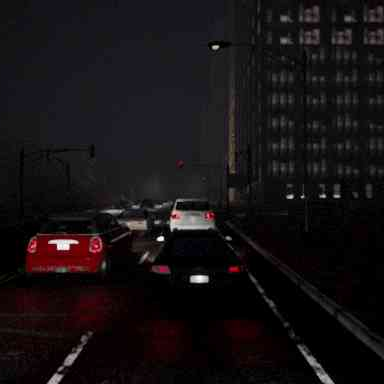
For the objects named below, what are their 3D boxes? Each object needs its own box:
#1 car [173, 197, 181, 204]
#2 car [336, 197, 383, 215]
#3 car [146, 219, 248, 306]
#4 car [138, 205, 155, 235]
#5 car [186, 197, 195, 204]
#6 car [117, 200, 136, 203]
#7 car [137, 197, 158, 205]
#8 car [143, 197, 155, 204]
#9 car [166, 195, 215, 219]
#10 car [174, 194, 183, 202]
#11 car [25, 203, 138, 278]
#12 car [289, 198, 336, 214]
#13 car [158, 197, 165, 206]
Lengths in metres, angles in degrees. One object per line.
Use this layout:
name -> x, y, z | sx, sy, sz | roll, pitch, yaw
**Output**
car -> -3.568, 1.967, 79.255 | 1.882, 1.535, 5.008 | 0, -1, 0
car -> 16.197, 1.430, 30.470 | 4.829, 1.417, 1.752 | 0, -2, -1
car -> 0.082, 1.585, 8.141 | 1.994, 1.385, 4.181 | 0, 0, -2
car -> -3.232, 1.665, 19.241 | 1.895, 1.301, 4.718 | 0, 0, -1
car -> -0.317, 2.029, 79.267 | 2.033, 1.411, 5.357 | 0, -1, 0
car -> -10.037, 1.839, 48.993 | 1.895, 1.301, 4.718 | 0, 0, 0
car -> -6.790, 1.755, 50.809 | 1.837, 1.490, 4.892 | 0, 0, 0
car -> -10.061, 2.003, 77.593 | 2.128, 1.511, 4.902 | 0, -1, 0
car -> 0.030, 1.278, 17.556 | 2.150, 2.045, 5.566 | 0, 0, 0
car -> -3.610, 1.704, 89.709 | 2.150, 2.045, 5.566 | 0, -1, 0
car -> -3.190, 1.381, 10.346 | 2.097, 1.767, 4.553 | 0, 0, 0
car -> 13.313, 1.643, 35.841 | 5.357, 1.411, 2.033 | 0, -2, -1
car -> -6.785, 1.956, 64.284 | 1.895, 1.301, 4.718 | 0, -1, 0
